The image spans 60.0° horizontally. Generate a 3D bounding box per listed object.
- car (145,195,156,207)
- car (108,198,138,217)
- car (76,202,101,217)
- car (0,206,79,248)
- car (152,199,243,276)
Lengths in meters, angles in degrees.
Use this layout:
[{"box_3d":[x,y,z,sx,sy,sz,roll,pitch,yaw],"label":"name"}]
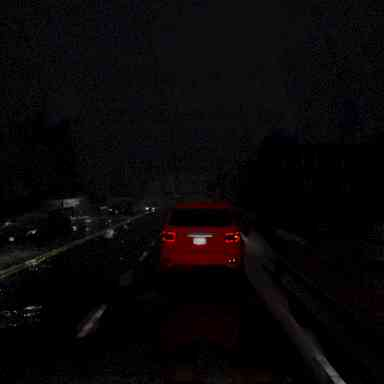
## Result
[{"box_3d":[-6.944,1.720,57.539,2.128,1.511,4.902,0,0,0],"label":"car"},{"box_3d":[-7.061,1.637,33.540,1.837,1.490,4.892,0,0,0],"label":"car"},{"box_3d":[-10.560,1.696,33.423,1.994,1.385,4.181,0,0,0],"label":"car"},{"box_3d":[-7.071,1.586,15.363,1.812,1.442,4.674,0,0,0],"label":"car"},{"box_3d":[0.403,1.266,10.676,2.150,2.045,5.566,0,0,5],"label":"car"}]
